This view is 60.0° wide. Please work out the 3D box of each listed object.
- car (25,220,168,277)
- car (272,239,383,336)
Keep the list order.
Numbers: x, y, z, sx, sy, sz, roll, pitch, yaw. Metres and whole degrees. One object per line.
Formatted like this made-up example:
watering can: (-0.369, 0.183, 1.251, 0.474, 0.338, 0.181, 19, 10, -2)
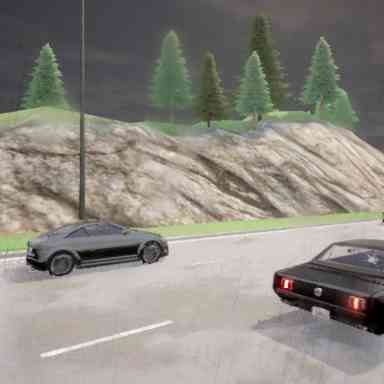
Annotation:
car: (-2.831, 1.564, 10.333, 4.181, 1.385, 1.994, 0, 0, -36)
car: (3.816, 1.600, 6.474, 4.718, 1.301, 1.895, 0, 0, -36)
